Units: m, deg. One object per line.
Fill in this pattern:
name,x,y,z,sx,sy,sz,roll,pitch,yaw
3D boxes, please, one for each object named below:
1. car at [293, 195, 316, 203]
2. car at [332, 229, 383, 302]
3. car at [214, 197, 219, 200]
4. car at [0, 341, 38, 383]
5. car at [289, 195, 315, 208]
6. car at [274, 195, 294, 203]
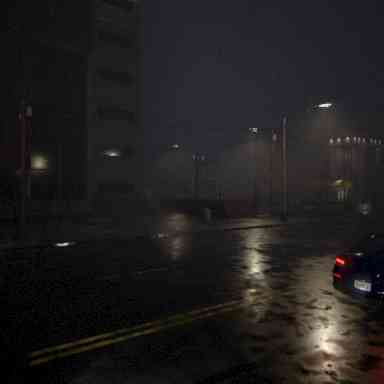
car,22.065,1.420,65.023,4.674,1.452,2.002,0,0,-36
car,4.968,1.526,7.332,4.674,1.442,1.812,0,0,-35
car,4.416,1.575,60.548,4.718,1.301,1.895,0,0,-36
car,-3.430,1.547,1.301,5.357,1.411,2.033,0,0,-35
car,15.141,1.254,45.967,4.553,1.767,2.185,0,0,-36
car,19.162,1.452,69.026,3.806,1.475,1.970,0,0,-36
